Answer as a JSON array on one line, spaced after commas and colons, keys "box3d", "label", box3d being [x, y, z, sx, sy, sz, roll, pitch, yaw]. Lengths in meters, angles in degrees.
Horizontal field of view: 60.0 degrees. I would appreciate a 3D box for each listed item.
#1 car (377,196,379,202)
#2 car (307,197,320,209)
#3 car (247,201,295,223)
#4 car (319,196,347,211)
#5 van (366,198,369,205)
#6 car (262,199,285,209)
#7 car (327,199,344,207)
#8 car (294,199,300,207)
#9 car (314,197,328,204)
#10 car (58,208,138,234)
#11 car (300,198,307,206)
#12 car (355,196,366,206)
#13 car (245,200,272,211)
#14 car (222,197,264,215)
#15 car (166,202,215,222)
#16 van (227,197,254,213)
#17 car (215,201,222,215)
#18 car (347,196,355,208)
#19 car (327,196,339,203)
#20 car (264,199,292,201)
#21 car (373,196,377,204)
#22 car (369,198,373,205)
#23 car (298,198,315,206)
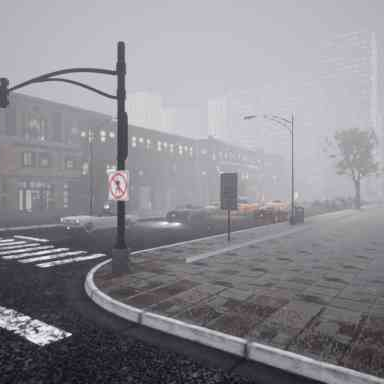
[{"box3d": [41.431, 2.037, 76.801, 1.802, 1.307, 4.206, 0, -1, 35], "label": "car"}, {"box3d": [19.336, 1.749, 49.864, 2.128, 1.511, 4.902, 0, 0, 35], "label": "car"}, {"box3d": [6.519, 1.670, 27.044, 1.887, 1.381, 4.507, 0, 0, 35], "label": "car"}, {"box3d": [19.187, 1.676, 45.157, 1.967, 1.590, 4.097, 0, -1, 35], "label": "car"}, {"box3d": [31.898, 1.699, 63.241, 1.690, 1.788, 3.998, 0, -1, 35], "label": "van"}, {"box3d": [12.233, 1.759, 49.836, 1.752, 1.417, 4.829, 0, -1, 35], "label": "car"}, {"box3d": [25.127, 1.913, 58.102, 1.895, 1.301, 4.718, 0, 0, 35], "label": "car"}, {"box3d": [15.508, 1.815, 54.496, 2.008, 1.369, 4.403, 0, -1, 35], "label": "car"}, {"box3d": [28.219, 1.828, 72.579, 1.967, 1.590, 4.097, 0, -1, 35], "label": "car"}, {"box3d": [-5.525, 1.668, 20.063, 1.895, 1.301, 4.718, 0, 0, 35], "label": "car"}, {"box3d": [18.686, 1.846, 59.016, 2.008, 1.369, 4.403, 0, -1, 35], "label": "car"}, {"box3d": [28.720, 1.642, 58.721, 2.192, 1.841, 5.009, 0, -1, 35], "label": "car"}, {"box3d": [9.153, 1.756, 45.454, 2.008, 1.369, 4.403, 0, 0, 35], "label": "car"}, {"box3d": [5.539, 1.507, 35.783, 2.097, 1.767, 4.553, 0, 0, 35], "label": "car"}, {"box3d": [-0.272, 1.672, 27.521, 1.994, 1.385, 4.181, 0, 0, 36], "label": "car"}, {"box3d": [5.975, 1.518, 40.934, 1.690, 1.788, 3.998, 0, 0, 35], "label": "van"}, {"box3d": [2.699, 1.674, 36.273, 1.752, 1.417, 4.829, 0, 0, 35], "label": "car"}, {"box3d": [22.364, 1.581, 49.679, 2.192, 1.841, 5.009, 0, -1, 35], "label": "car"}, {"box3d": [34.575, 1.893, 81.621, 1.967, 1.590, 4.097, 0, -1, 35], "label": "car"}, {"box3d": [11.412, 1.684, 44.082, 1.882, 1.535, 5.008, 0, 0, 36], "label": "car"}, {"box3d": [38.352, 1.948, 72.420, 1.752, 1.417, 4.829, 0, -1, 35], "label": "car"}, {"box3d": [35.076, 1.971, 67.759, 1.802, 1.307, 4.206, 0, -1, 35], "label": "car"}, {"box3d": [21.864, 1.876, 63.538, 2.008, 1.369, 4.403, 0, -1, 35], "label": "car"}]
